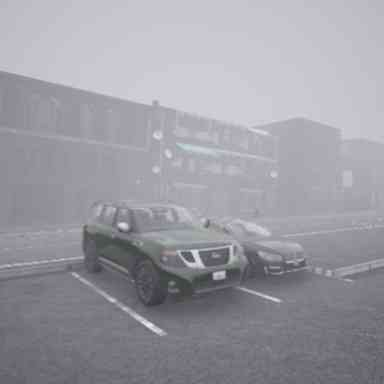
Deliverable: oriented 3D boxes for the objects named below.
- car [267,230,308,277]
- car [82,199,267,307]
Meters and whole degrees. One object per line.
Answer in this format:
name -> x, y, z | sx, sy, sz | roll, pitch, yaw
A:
car -> 1.181, 1.506, 10.239 | 2.231, 1.521, 4.892 | 0, 0, -35
car -> -1.079, 1.241, 8.585 | 2.435, 2.045, 5.566 | 0, 0, -35
